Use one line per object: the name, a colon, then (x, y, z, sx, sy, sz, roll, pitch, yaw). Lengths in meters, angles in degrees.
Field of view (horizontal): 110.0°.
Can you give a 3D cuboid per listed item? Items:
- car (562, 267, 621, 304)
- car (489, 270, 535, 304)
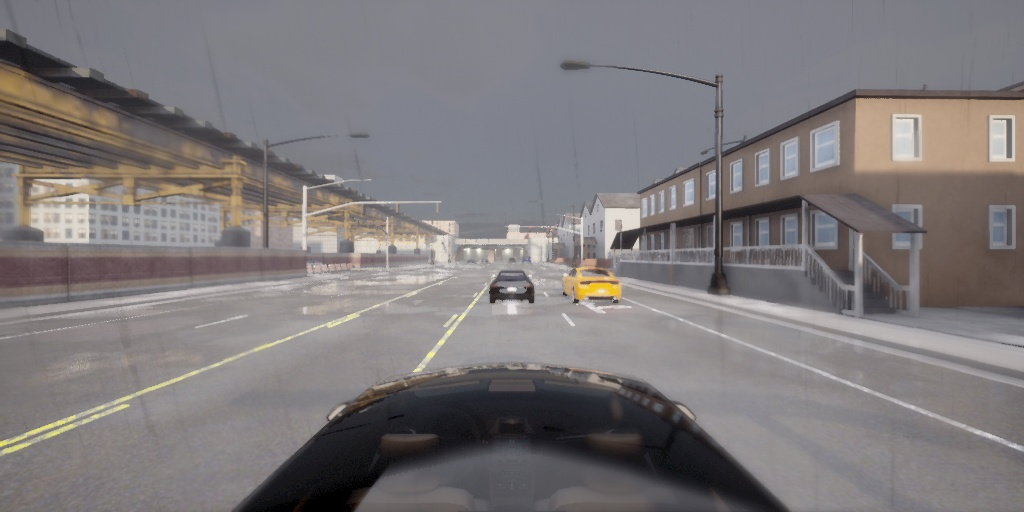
car: (3.500, 1.233, 16.500, 1.882, 1.535, 5.008, 0, 0, 0)
car: (0.000, 1.320, 16.500, 1.994, 1.385, 4.181, 0, 0, 0)
